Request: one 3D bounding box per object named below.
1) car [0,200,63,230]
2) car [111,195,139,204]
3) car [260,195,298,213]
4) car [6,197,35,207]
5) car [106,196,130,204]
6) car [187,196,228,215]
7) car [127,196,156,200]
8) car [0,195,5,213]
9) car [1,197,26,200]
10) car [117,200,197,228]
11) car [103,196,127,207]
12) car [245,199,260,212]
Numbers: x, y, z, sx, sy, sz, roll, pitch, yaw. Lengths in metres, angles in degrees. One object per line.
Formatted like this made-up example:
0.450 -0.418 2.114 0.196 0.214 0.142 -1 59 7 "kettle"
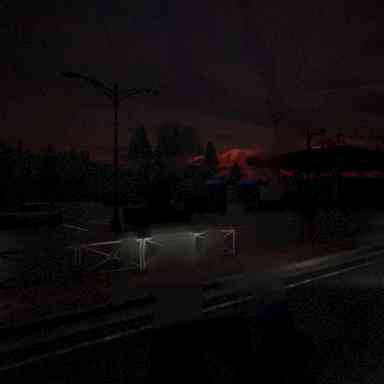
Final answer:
-10.027 1.424 20.256 3.806 1.475 1.970 0 0 -38 "car"
-13.127 1.522 65.553 5.027 1.636 2.152 0 0 -38 "car"
9.604 1.268 35.619 3.866 1.878 1.905 0 0 -38 "car"
-27.913 1.576 54.160 3.806 1.475 1.970 0 0 -38 "car"
-15.103 1.531 67.990 4.514 1.523 2.007 0 0 -38 "car"
1.383 1.289 33.356 4.605 1.855 1.932 0 0 -38 "car"
-5.737 1.489 43.602 4.514 1.523 2.007 0 0 -38 "car"
-22.127 1.269 35.182 3.866 1.878 1.905 0 0 -38 "car"
-14.238 1.345 25.109 5.027 1.636 2.152 0 0 -38 "car"
-2.219 1.490 21.718 4.514 1.523 2.007 0 0 -38 "car"
-11.865 1.511 51.495 3.633 1.501 1.845 0 0 -38 "car"
8.035 1.552 38.614 3.806 1.475 1.970 0 0 -38 "car"
